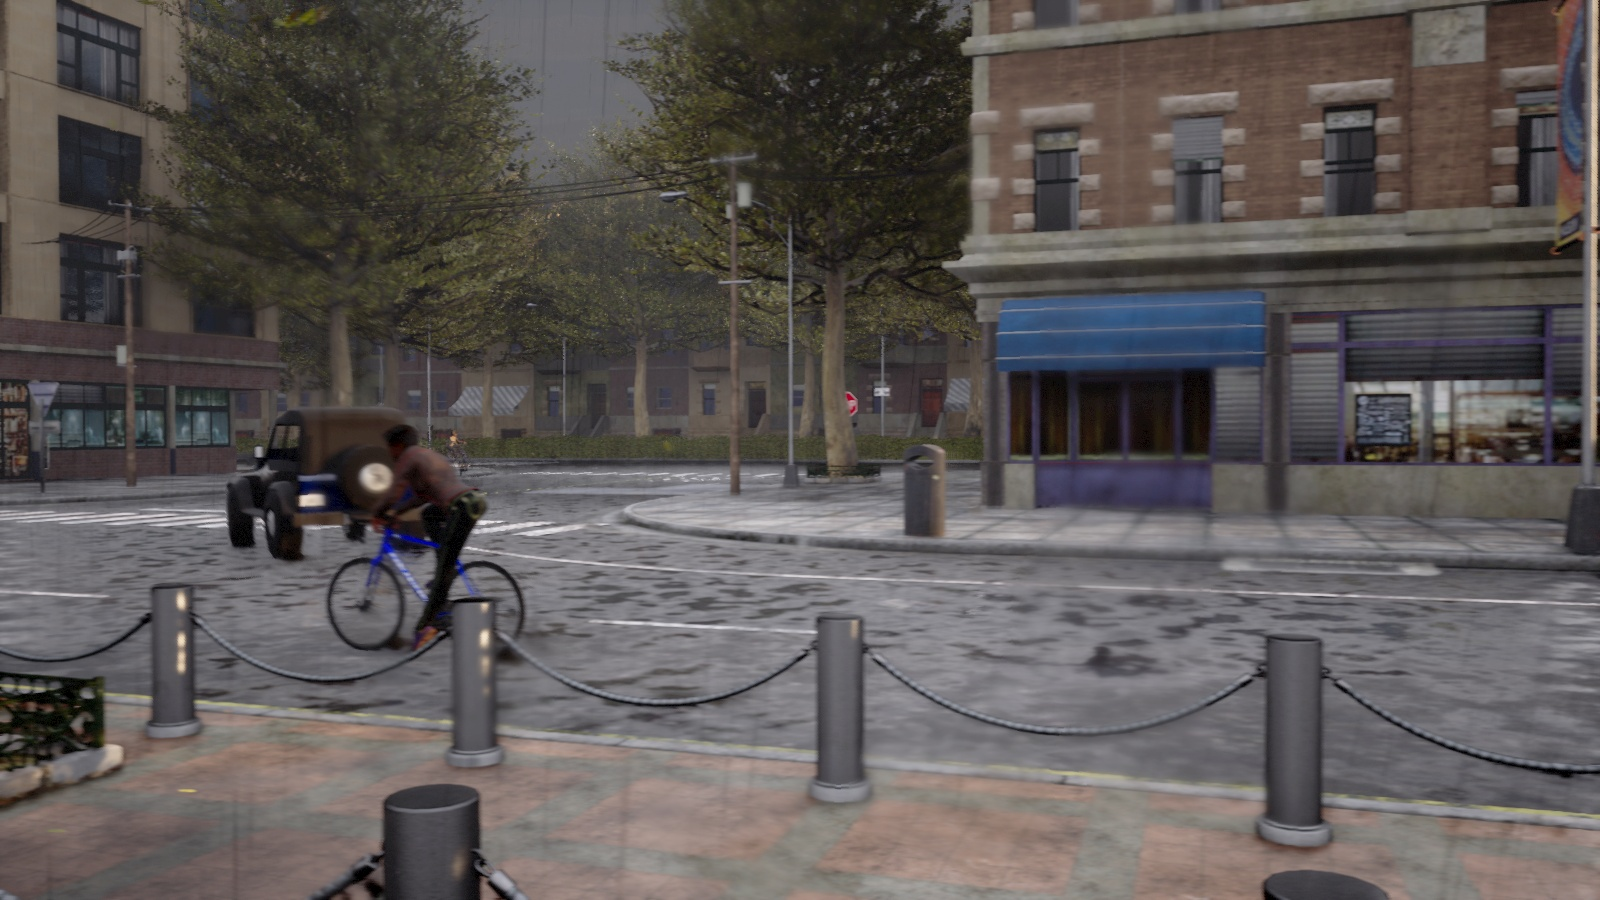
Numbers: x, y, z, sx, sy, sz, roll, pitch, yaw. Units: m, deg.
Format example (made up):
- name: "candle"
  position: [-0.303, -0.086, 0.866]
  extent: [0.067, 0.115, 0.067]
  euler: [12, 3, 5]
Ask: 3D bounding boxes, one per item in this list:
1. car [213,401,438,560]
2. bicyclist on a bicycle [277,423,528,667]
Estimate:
- name: "car"
  position: [-6.521, 0.325, 17.021]
  extent: [1.905, 1.878, 3.866]
  euler: [-1, 1, -36]
- name: "bicyclist on a bicycle"
  position: [-2.808, 0.627, 8.884]
  extent: [1.656, 1.620, 0.582]
  euler: [0, 1, 19]
